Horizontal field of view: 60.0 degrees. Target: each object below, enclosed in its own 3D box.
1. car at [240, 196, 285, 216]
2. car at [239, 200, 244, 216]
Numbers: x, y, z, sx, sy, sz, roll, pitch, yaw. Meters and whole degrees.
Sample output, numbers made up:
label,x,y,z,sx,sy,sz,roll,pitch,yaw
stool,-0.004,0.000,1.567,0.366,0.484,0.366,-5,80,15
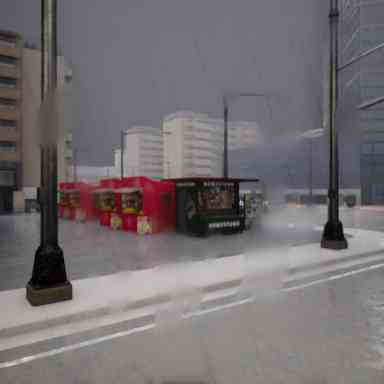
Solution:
label,x,y,z,sx,sy,sz,roll,pitch,yaw
car,7.352,1.414,35.852,2.150,2.045,5.566,0,-1,-36
car,4.265,1.802,34.123,1.895,1.301,4.718,0,-1,-36
